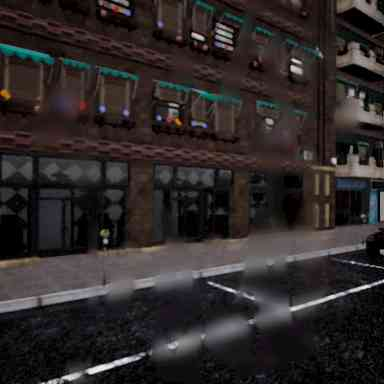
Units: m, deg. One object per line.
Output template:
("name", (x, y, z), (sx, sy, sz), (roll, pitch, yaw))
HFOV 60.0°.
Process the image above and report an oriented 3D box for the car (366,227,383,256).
("car", (8.308, 1.687, 12.490), (4.313, 1.339, 1.947), (1, 0, -36))
